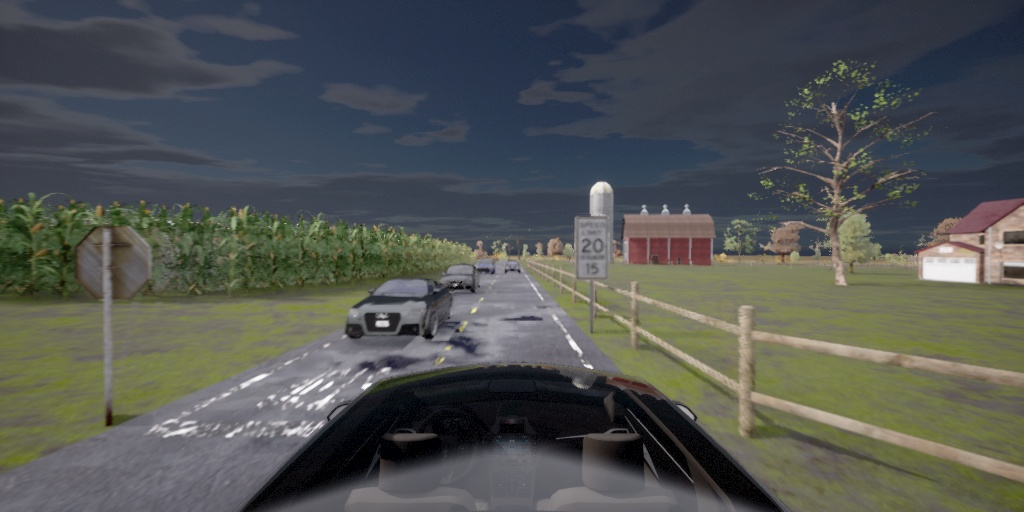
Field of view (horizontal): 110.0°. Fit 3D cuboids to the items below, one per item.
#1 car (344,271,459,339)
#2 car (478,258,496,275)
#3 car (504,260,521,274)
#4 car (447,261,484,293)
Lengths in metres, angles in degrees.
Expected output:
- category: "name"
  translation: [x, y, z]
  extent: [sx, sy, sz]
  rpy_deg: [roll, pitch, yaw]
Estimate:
- category: "car"
  translation: [-2.844, 1.297, 9.877]
  extent: [1.994, 1.385, 4.181]
  rpy_deg: [0, 0, 0]
- category: "car"
  translation: [-2.797, 1.038, 37.229]
  extent: [2.097, 1.767, 4.553]
  rpy_deg: [0, 0, 0]
- category: "car"
  translation: [0.073, 1.231, 40.528]
  extent: [2.033, 1.411, 5.357]
  rpy_deg: [0, 0, 0]
- category: "car"
  translation: [-2.841, 1.218, 20.464]
  extent: [1.837, 1.490, 4.892]
  rpy_deg: [0, 0, 0]
